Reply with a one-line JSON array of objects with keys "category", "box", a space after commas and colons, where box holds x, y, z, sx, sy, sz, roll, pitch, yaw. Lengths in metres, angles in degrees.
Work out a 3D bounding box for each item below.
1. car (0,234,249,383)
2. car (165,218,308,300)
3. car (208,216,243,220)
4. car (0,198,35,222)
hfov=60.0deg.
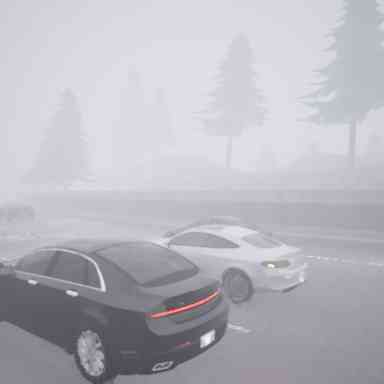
[{"category": "car", "box": [-1.729, 1.509, 5.454, 4.892, 1.490, 1.837, 0, 0, 38]}, {"category": "car", "box": [0.418, 1.540, 8.221, 4.674, 1.442, 1.812, 0, 0, 38]}, {"category": "car", "box": [0.896, 1.586, 12.306, 4.181, 1.385, 1.994, 0, 0, 38]}, {"category": "car", "box": [-14.090, 1.482, 26.399, 1.882, 1.535, 5.008, 0, 0, -43]}]
